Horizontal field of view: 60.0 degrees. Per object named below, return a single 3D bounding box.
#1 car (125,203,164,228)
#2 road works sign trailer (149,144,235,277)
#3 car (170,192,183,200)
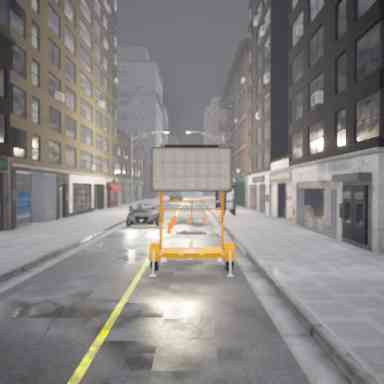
[{"bbox_3d":[-2.863,1.401,20.875,1.994,1.385,4.181,0,0,0],"label":"car"},{"bbox_3d":[-0.006,0.387,9.978,2.380,3.560,2.880,0,0,0],"label":"road works sign trailer"},{"bbox_3d":[-2.832,0.716,61.908,2.150,2.045,5.566,0,0,1],"label":"car"}]
